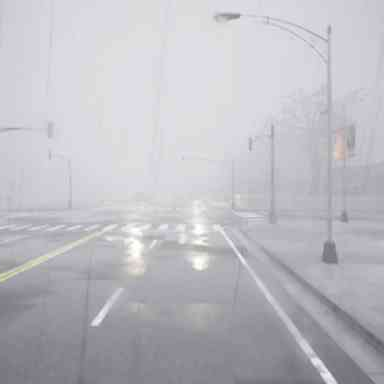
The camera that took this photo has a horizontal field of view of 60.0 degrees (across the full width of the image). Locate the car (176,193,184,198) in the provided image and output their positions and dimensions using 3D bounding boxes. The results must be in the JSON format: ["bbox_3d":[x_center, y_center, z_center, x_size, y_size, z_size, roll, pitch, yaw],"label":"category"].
[{"bbox_3d":[-3.195,0.841,88.090,1.994,1.385,4.181,0,0,0],"label":"car"}]

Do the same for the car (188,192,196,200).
[{"bbox_3d":[0.048,1.028,78.084,1.812,1.442,4.674,0,0,0],"label":"car"}]

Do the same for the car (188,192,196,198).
[{"bbox_3d":[0.055,0.813,88.088,2.128,1.511,4.902,0,0,0],"label":"car"}]

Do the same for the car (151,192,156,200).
[{"bbox_3d":[-9.701,0.860,78.402,2.097,1.767,4.553,0,0,0],"label":"car"}]

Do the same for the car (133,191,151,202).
[{"bbox_3d":[-9.729,0.825,62.828,2.150,2.045,5.566,0,0,1],"label":"car"}]

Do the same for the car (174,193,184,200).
[{"bbox_3d":[-3.201,1.099,78.117,1.895,1.301,4.718,0,0,0],"label":"car"}]
